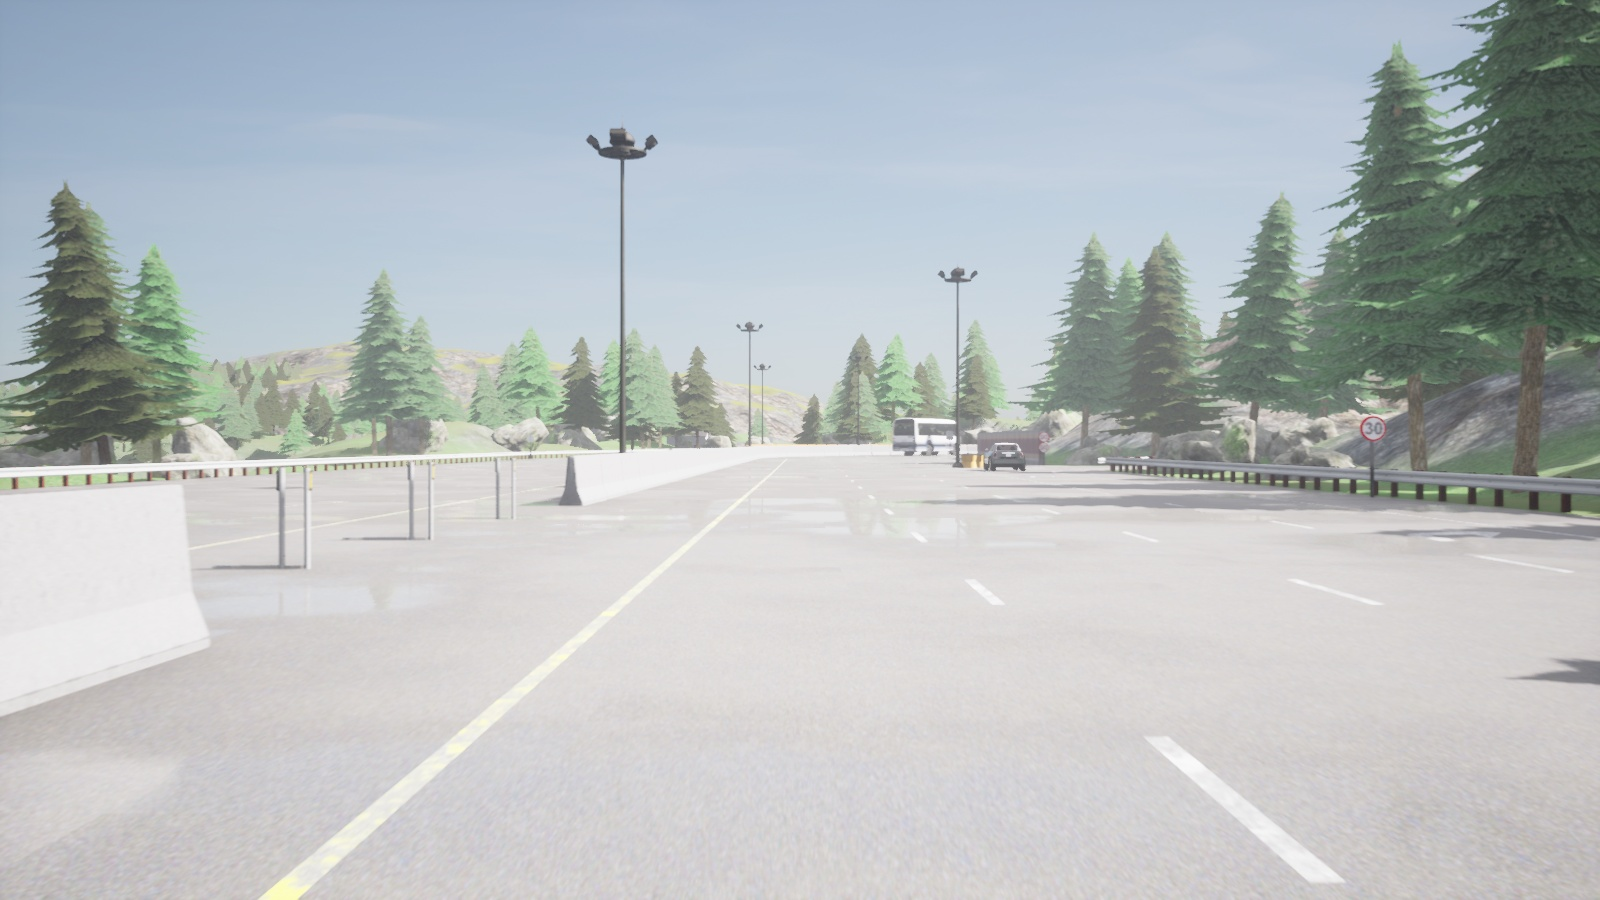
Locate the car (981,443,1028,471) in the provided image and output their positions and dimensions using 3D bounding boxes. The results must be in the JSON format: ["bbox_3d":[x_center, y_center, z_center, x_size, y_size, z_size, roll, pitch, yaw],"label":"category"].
[{"bbox_3d":[10.934,0.341,67.330,1.970,1.475,3.806,0,0,2],"label":"car"}]
